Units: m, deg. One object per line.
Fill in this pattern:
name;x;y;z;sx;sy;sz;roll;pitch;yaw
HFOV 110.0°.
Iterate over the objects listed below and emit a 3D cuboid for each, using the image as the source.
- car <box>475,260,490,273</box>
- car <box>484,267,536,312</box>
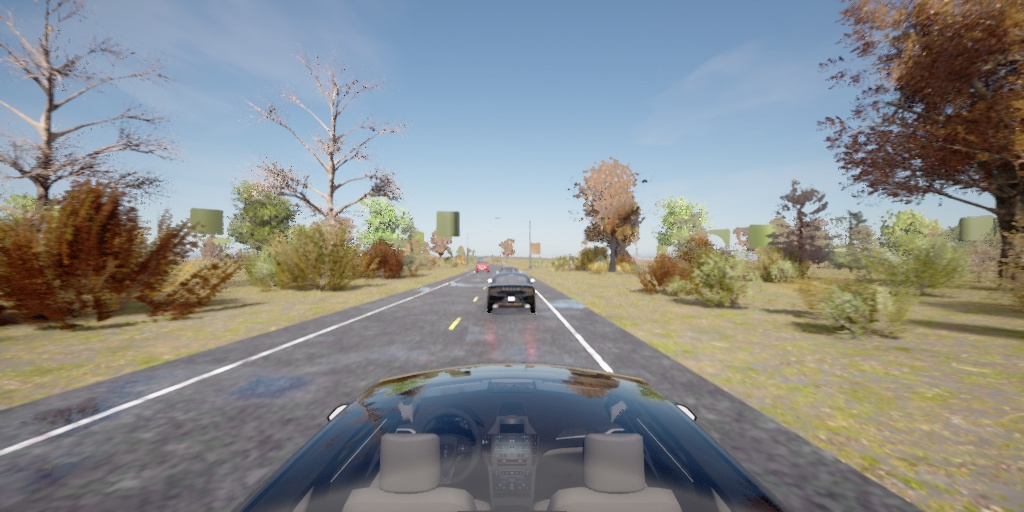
car;-4.807;1.746;59.126;2.150;2.045;5.566;0;-1;-2
car;-0.030;1.411;15.330;1.882;1.535;5.008;0;-1;0
